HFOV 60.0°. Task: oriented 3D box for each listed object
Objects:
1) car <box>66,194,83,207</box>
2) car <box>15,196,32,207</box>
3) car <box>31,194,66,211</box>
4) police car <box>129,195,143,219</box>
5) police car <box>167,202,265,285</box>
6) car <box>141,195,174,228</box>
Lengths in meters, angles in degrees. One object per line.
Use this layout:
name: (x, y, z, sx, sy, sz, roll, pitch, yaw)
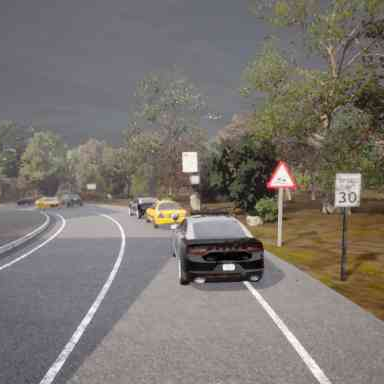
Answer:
car: (-16.491, 1.052, 44.550, 2.097, 1.767, 4.553, -5, 3, -42)
car: (-26.712, 1.485, 53.802, 5.008, 1.535, 1.882, -2, 3, 34)
car: (-17.372, 1.369, 40.138, 1.882, 1.535, 5.008, -5, 2, -40)
police car: (-3.603, 1.060, 25.589, 1.930, 1.638, 5.238, -2, 1, -21)
police car: (0.460, 1.301, 9.409, 1.930, 1.638, 5.238, -1, 1, -7)
car: (-1.613, 1.167, 19.726, 1.801, 1.575, 5.366, -2, 1, -16)
